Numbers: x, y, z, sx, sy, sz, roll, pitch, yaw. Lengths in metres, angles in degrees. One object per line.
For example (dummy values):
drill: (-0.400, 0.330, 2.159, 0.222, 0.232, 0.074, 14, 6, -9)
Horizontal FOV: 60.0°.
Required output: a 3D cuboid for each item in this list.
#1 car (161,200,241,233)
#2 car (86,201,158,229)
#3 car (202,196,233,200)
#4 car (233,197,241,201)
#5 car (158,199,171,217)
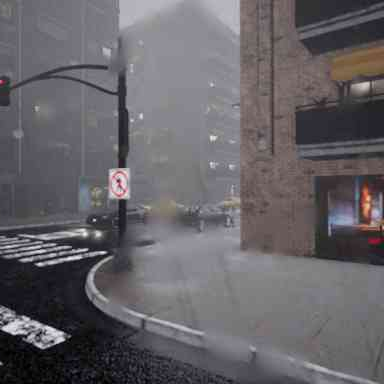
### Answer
car: (0.642, 1.356, 18.259, 2.008, 1.369, 4.403, 1, 1, 36)
car: (-4.394, 1.404, 20.555, 1.994, 1.385, 4.181, 0, 1, 36)
car: (1.408, 1.281, 28.561, 1.994, 1.385, 4.181, 0, 1, 36)
car: (4.117, 1.152, 36.498, 1.752, 1.417, 4.829, 1, 1, 36)
car: (-2.533, 1.293, 27.311, 1.752, 1.417, 4.829, 1, 1, 36)
